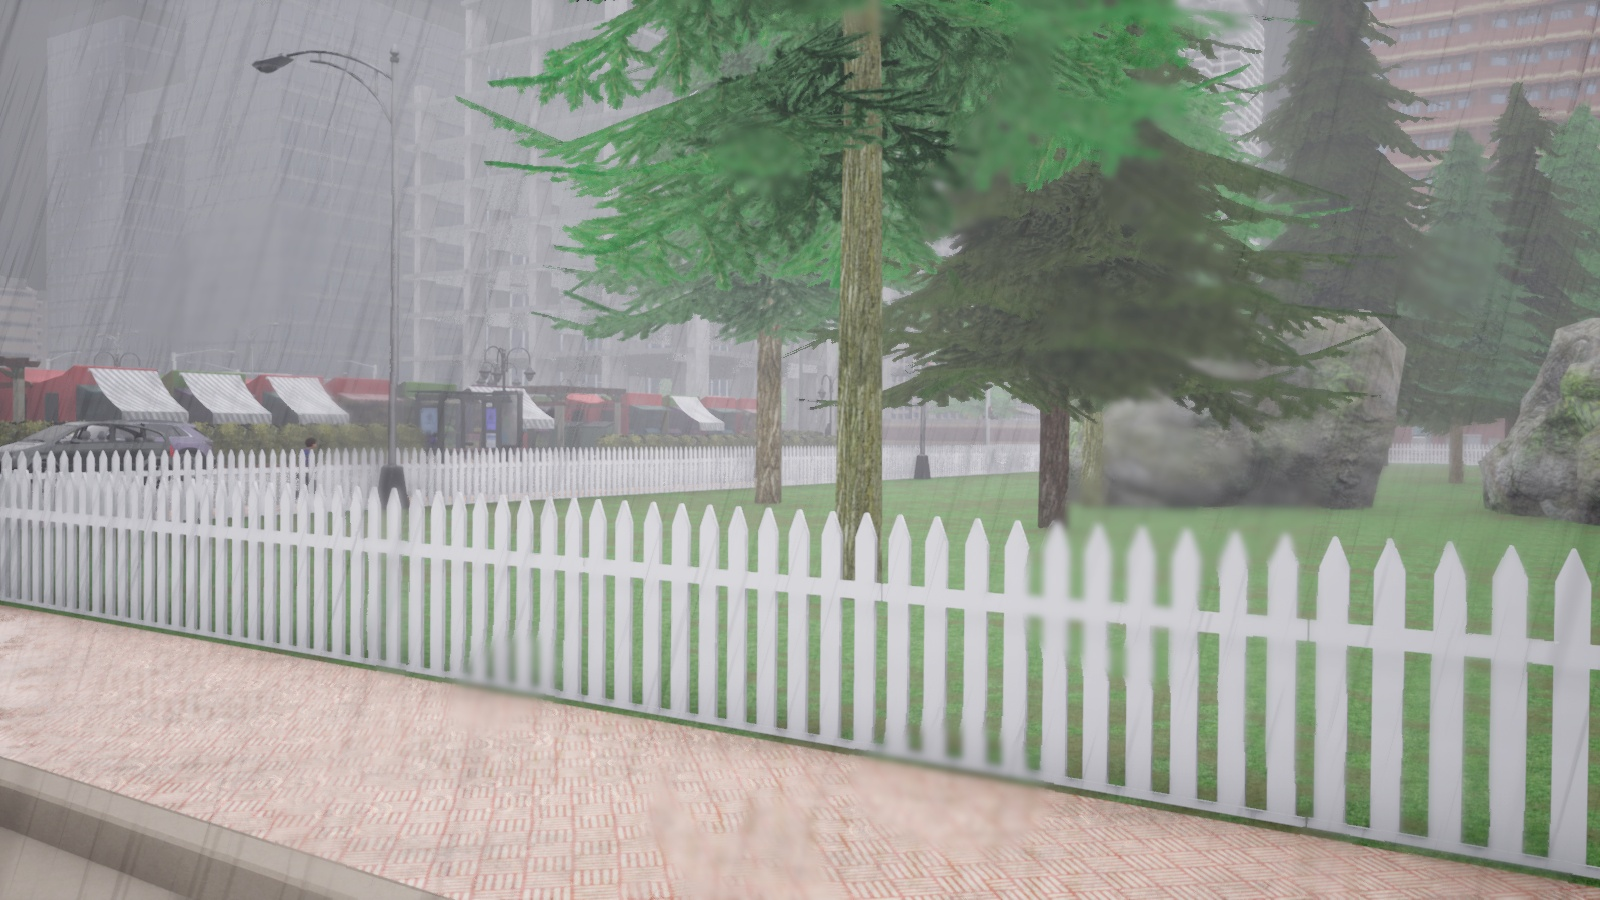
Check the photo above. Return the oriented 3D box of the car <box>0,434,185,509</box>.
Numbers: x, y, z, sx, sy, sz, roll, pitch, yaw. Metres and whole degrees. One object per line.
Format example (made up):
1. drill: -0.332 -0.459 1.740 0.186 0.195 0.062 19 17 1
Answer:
1. car: -16.081 0.433 28.168 1.789 1.549 3.705 0 1 32

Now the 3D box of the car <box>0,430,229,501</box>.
1. car: -17.565 0.336 32.379 2.033 1.649 4.856 0 1 32

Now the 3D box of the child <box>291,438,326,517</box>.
1. child: -7.975 0.440 20.396 0.270 1.263 0.437 0 1 32
